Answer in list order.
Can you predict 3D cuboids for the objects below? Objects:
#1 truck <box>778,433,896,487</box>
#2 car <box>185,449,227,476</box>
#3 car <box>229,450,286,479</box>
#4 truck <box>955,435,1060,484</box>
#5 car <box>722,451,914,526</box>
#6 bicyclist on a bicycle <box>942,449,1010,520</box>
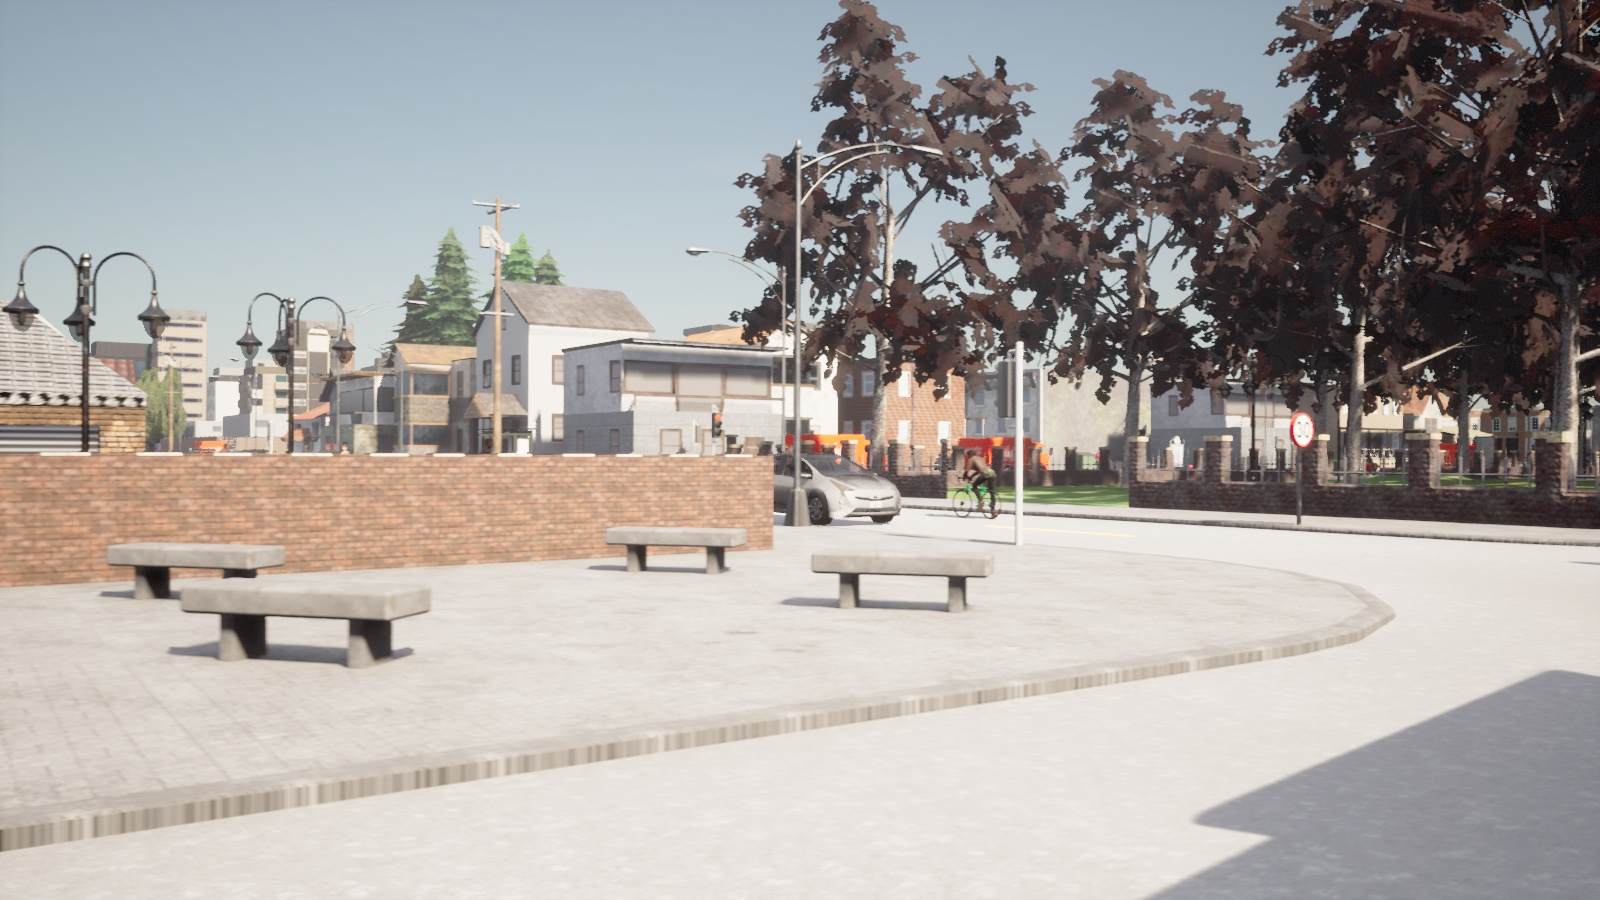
[{"bbox_3d":[1.820,0.461,60.526,5.204,2.467,2.627,0,0,-39],"label":"truck"},{"bbox_3d":[-41.824,0.892,88.418,1.932,1.855,4.605,0,0,-35],"label":"car"},{"bbox_3d":[-32.303,0.866,74.709,2.242,1.667,4.611,0,0,-35],"label":"car"},{"bbox_3d":[11.107,0.486,67.081,5.204,2.467,2.627,-1,0,-37],"label":"truck"},{"bbox_3d":[0.298,0.783,27.751,2.007,1.525,4.514,0,0,-35],"label":"car"},{"bbox_3d":[4.101,0.792,29.355,0.582,1.620,1.656,0,-1,-35],"label":"bicyclist on a bicycle"}]
